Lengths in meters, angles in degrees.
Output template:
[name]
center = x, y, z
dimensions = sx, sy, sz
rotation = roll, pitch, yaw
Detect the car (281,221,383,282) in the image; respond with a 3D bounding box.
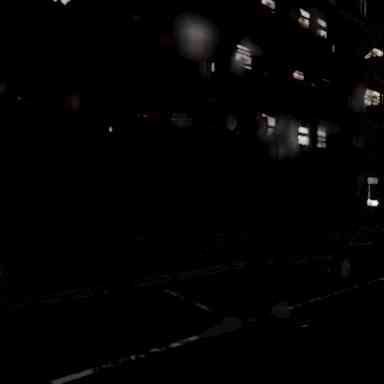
[car]
center = 4.482, 1.582, 9.834
dimensions = 4.403, 1.369, 2.008
rotation = 0, 0, -36
